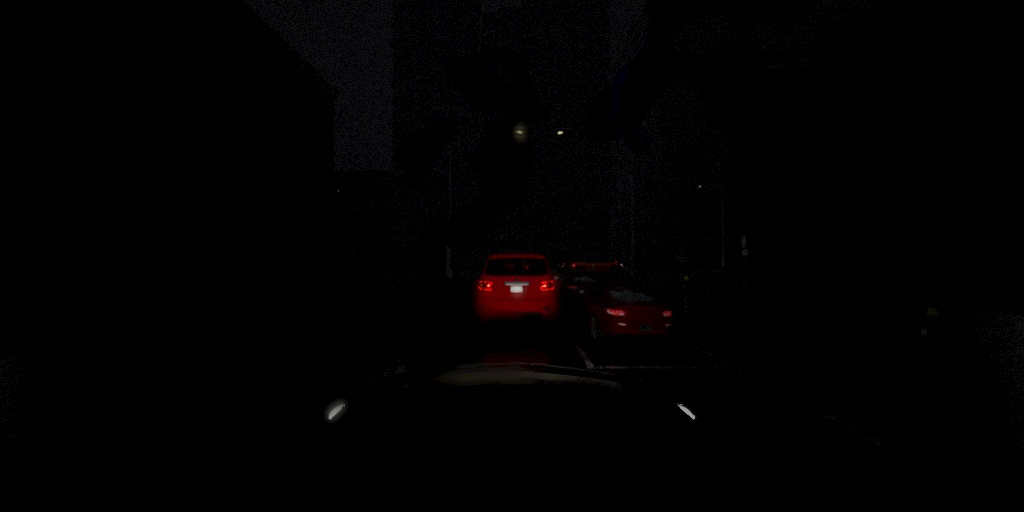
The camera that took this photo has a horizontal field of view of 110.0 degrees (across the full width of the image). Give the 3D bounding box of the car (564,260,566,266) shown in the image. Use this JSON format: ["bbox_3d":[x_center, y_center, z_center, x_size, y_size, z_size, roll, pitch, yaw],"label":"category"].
[{"bbox_3d":[7.116,0.707,33.770,5.566,2.045,2.150,0,-1,1],"label":"car"}]

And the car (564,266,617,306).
[{"bbox_3d":[2.724,1.241,14.690,1.802,1.307,4.207,0,0,0],"label":"car"}]

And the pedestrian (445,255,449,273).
[{"bbox_3d":[-6.592,0.794,36.827,0.375,1.860,0.375,0,0,1],"label":"pedestrian"}]

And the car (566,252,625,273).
[{"bbox_3d":[7.278,0.808,30.804,4.553,1.767,2.097,-1,0,1],"label":"car"}]

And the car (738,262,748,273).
[{"bbox_3d":[23.917,0.816,33.585,5.008,1.535,1.882,-1,-1,1],"label":"car"}]

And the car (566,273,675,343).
[{"bbox_3d":[2.687,1.278,9.251,1.802,1.307,4.207,0,0,0],"label":"car"}]

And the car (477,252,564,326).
[{"bbox_3d":[0.161,0.902,11.509,2.150,2.045,5.566,0,0,1],"label":"car"}]
